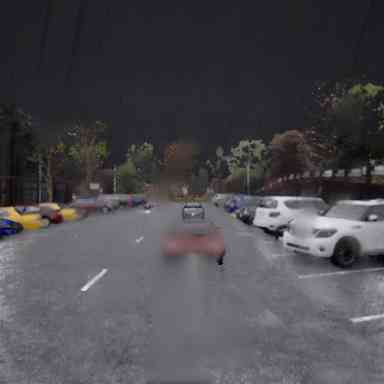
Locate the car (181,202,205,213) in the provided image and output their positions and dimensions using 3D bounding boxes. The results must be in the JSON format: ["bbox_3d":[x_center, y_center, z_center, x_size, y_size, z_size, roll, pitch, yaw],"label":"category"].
[{"bbox_3d":[0.100,1.570,28.570,2.128,1.511,4.902,0,0,0],"label":"car"}]

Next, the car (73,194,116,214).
[{"bbox_3d":[-11.006,1.461,36.245,4.553,1.767,2.185,-1,0,-20],"label":"car"}]

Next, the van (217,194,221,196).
[{"bbox_3d":[6.095,1.383,44.785,4.442,1.987,1.878,1,0,-20],"label":"van"}]

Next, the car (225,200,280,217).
[{"bbox_3d":[5.935,1.605,32.644,4.792,1.488,2.163,1,0,-20],"label":"car"}]

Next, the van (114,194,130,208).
[{"bbox_3d":[-11.074,1.384,45.088,4.442,1.987,1.878,-1,0,-20],"label":"van"}]

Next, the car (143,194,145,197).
[{"bbox_3d":[-10.927,1.379,54.024,5.566,2.045,2.435,-1,0,-20],"label":"car"}]

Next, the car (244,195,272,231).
[{"bbox_3d":[5.976,1.284,17.552,5.566,2.045,2.435,1,0,-20],"label":"car"}]

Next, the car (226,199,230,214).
[{"bbox_3d":[5.783,1.554,26.542,5.366,1.575,1.946,1,0,-20],"label":"car"}]

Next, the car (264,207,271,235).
[{"bbox_3d":[5.910,1.556,14.508,4.792,1.488,2.163,1,0,-20],"label":"car"}]

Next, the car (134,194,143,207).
[{"bbox_3d":[-10.933,1.372,51.065,5.566,2.045,2.435,-1,0,-20],"label":"car"}]

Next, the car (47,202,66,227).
[{"bbox_3d":[-10.997,1.546,21.464,5.008,1.535,2.097,-1,0,-20],"label":"car"}]

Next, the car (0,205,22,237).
[{"bbox_3d":[-11.003,1.530,15.534,5.008,1.535,2.097,-1,0,-20],"label":"car"}]

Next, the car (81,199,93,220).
[{"bbox_3d":[-10.964,1.591,27.394,4.792,1.488,2.163,-1,0,-20],"label":"car"}]

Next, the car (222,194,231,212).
[{"bbox_3d":[5.991,1.317,29.643,5.566,2.045,2.435,1,0,-20],"label":"car"}]

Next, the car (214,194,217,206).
[{"bbox_3d":[6.023,1.490,47.768,4.553,1.767,2.185,1,0,-20],"label":"car"}]

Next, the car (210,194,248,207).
[{"bbox_3d":[6.021,1.379,53.827,5.566,2.045,2.435,1,0,-20],"label":"car"}]

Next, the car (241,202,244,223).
[{"bbox_3d":[5.934,1.544,20.572,4.892,1.521,2.231,1,0,-20],"label":"car"}]

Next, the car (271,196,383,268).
[{"bbox_3d":[5.912,1.267,11.485,5.566,2.045,2.435,1,0,-20],"label":"car"}]

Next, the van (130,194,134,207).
[{"bbox_3d":[-11.069,1.392,48.047,4.442,1.987,1.878,-1,0,-20],"label":"van"}]

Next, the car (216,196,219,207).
[{"bbox_3d":[5.987,1.601,41.717,4.892,1.521,2.231,1,0,-20],"label":"car"}]

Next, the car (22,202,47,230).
[{"bbox_3d":[-11.172,1.537,18.430,5.366,1.575,1.946,-1,0,-20],"label":"car"}]

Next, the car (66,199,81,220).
[{"bbox_3d":[-11.162,1.553,24.348,5.366,1.575,1.946,-1,0,-20],"label":"car"}]

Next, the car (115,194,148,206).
[{"bbox_3d":[-10.964,1.393,59.908,5.566,2.045,2.435,-1,0,-20],"label":"car"}]

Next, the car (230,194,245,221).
[{"bbox_3d":[5.923,1.300,23.580,5.566,2.045,2.435,1,0,-20],"label":"car"}]

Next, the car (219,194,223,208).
[{"bbox_3d":[5.938,1.466,38.697,4.553,1.767,2.185,1,0,-20],"label":"car"}]

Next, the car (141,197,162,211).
[{"bbox_3d":[-5.052,1.682,43.549,1.994,1.385,4.181,0,0,0],"label":"car"}]

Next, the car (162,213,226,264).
[{"bbox_3d":[0.071,1.634,11.897,1.895,1.301,4.718,0,0,0],"label":"car"}]

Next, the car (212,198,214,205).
[{"bbox_3d":[5.975,1.371,50.767,5.566,2.045,2.435,1,0,-20],"label":"car"}]

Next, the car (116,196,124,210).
[{"bbox_3d":[-10.970,1.595,39.220,4.892,1.521,2.231,-1,0,-20],"label":"car"}]
